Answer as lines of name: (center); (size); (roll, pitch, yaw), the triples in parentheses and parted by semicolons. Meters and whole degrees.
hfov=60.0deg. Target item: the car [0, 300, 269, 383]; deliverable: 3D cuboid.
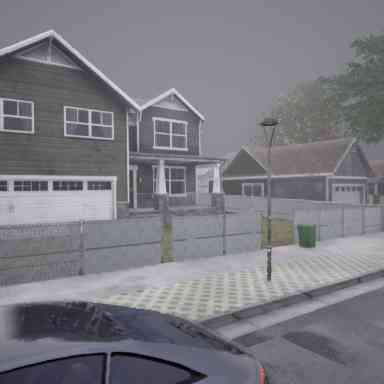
car: (-1.380, 1.564, 2.097); (4.181, 1.385, 1.994); (0, 0, -36)
